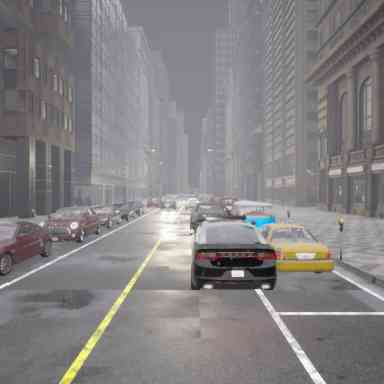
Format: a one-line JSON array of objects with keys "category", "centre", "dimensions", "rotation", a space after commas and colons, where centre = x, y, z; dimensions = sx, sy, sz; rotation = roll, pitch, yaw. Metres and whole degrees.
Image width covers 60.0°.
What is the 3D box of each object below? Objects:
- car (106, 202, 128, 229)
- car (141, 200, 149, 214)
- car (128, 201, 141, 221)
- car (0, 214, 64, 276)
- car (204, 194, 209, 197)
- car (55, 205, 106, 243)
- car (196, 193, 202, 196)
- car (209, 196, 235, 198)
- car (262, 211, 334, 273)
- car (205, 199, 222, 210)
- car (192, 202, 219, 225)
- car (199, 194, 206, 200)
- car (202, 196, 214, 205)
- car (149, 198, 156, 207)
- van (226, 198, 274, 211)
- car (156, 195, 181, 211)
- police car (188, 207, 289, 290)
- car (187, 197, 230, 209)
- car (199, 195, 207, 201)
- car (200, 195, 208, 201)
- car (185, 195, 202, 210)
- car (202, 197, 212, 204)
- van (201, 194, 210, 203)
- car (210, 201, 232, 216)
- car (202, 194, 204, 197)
[{"category": "car", "centre": [-5.728, 1.552, 21.462], "dimensions": [2.008, 1.369, 4.403], "rotation": [0, 0, 0]}, {"category": "car", "centre": [-5.708, 1.571, 32.665], "dimensions": [1.947, 1.339, 4.313], "rotation": [0, 0, 0]}, {"category": "car", "centre": [-5.718, 1.569, 27.063], "dimensions": [1.947, 1.339, 4.313], "rotation": [0, 0, 0]}, {"category": "car", "centre": [-5.748, 1.582, 10.257], "dimensions": [1.802, 1.307, 4.206], "rotation": [0, 0, 0]}, {"category": "car", "centre": [2.826, 1.324, 38.264], "dimensions": [2.192, 1.841, 5.009], "rotation": [0, 0, 0]}, {"category": "car", "centre": [-5.738, 1.441, 15.859], "dimensions": [1.967, 1.590, 4.097], "rotation": [0, 0, 0]}, {"category": "car", "centre": [0.100, 1.372, 55.800], "dimensions": [2.097, 1.767, 4.553], "rotation": [0, 0, 0]}, {"category": "car", "centre": [2.806, 1.318, 27.061], "dimensions": [2.192, 1.841, 5.009], "rotation": [0, 0, 0]}, {"category": "car", "centre": [2.777, 1.525, 10.426], "dimensions": [1.752, 1.417, 4.829], "rotation": [0, 0, 0]}, {"category": "car", "centre": [2.837, 1.578, 43.866], "dimensions": [1.947, 1.339, 4.313], "rotation": [0, 0, 0]}, {"category": "car", "centre": [0.944, 1.529, 25.100], "dimensions": [1.812, 1.442, 4.674], "rotation": [0, 0, 0]}, {"category": "car", "centre": [2.926, 1.486, 94.282], "dimensions": [1.967, 1.590, 4.097], "rotation": [0, 0, 0]}, {"category": "car", "centre": [2.866, 1.463, 60.671], "dimensions": [1.967, 1.590, 4.097], "rotation": [0, 0, 0]}, {"category": "car", "centre": [-5.679, 1.560, 49.472], "dimensions": [1.887, 1.381, 4.507], "rotation": [0, 0, 0]}, {"category": "van", "centre": [2.786, 1.342, 15.858], "dimensions": [1.690, 1.788, 3.998], "rotation": [0, 0, 0]}, {"category": "car", "centre": [-2.926, 1.502, 41.875], "dimensions": [2.128, 1.511, 4.902], "rotation": [0, 0, 0]}, {"category": "police car", "centre": [0.915, 1.425, 9.209], "dimensions": [1.930, 1.638, 5.238], "rotation": [0, 0, 0]}, {"category": "car", "centre": [0.932, 1.352, 19.070], "dimensions": [2.097, 1.767, 4.553], "rotation": [0, 0, 0]}, {"category": "car", "centre": [2.916, 1.587, 88.681], "dimensions": [1.887, 1.381, 4.507], "rotation": [0, 0, 0]}, {"category": "car", "centre": [2.906, 1.583, 83.078], "dimensions": [1.887, 1.381, 4.507], "rotation": [0, 0, 0]}, {"category": "car", "centre": [0.100, 1.538, 43.717], "dimensions": [1.812, 1.442, 4.674], "rotation": [0, 0, 1]}, {"category": "car", "centre": [2.877, 1.609, 66.273], "dimensions": [1.802, 1.307, 4.206], "rotation": [0, 0, 0]}, {"category": "van", "centre": [2.886, 1.372, 71.874], "dimensions": [1.690, 1.788, 3.998], "rotation": [0, 0, 0]}, {"category": "car", "centre": [2.817, 1.588, 32.663], "dimensions": [1.802, 1.307, 4.206], "rotation": [0, 0, 0]}, {"category": "car", "centre": [2.846, 1.456, 49.468], "dimensions": [1.967, 1.590, 4.097], "rotation": [0, 0, 0]}]
